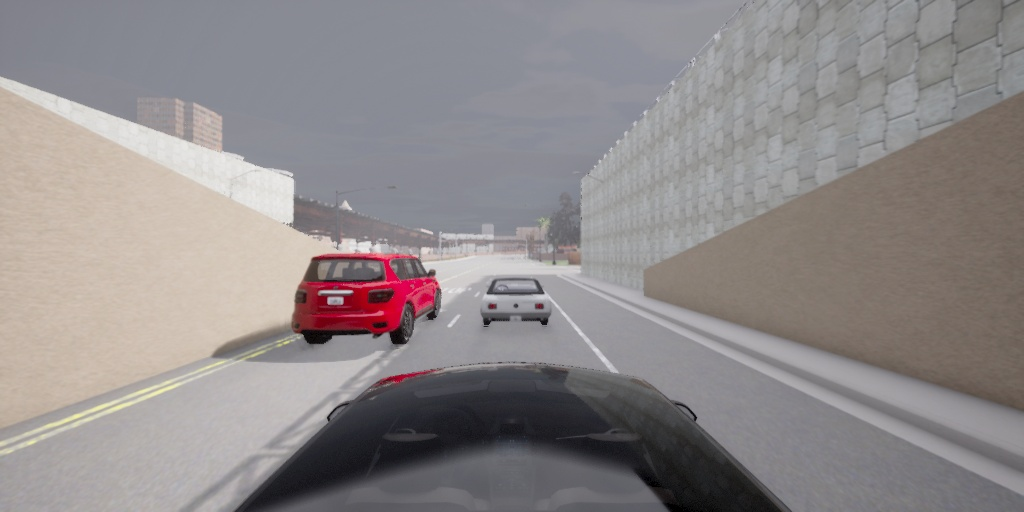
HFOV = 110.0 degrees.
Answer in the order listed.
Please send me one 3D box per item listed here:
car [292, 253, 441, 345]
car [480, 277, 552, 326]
[{"bbox_3d":[-3.396,0.945,9.538,2.150,2.045,5.566,0,0,0],"label":"car"},{"bbox_3d":[0.101,1.318,11.458,1.895,1.301,4.718,0,0,0],"label":"car"}]
